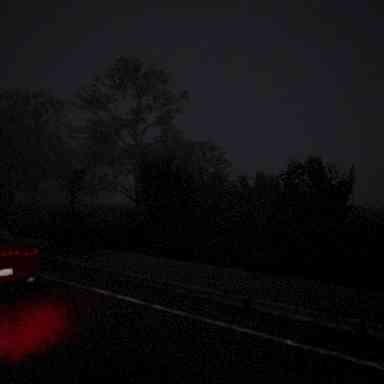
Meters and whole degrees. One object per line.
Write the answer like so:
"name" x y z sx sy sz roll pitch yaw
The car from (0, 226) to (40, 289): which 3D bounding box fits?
"car" -5.784 1.483 8.232 5.008 1.535 1.882 0 0 36
